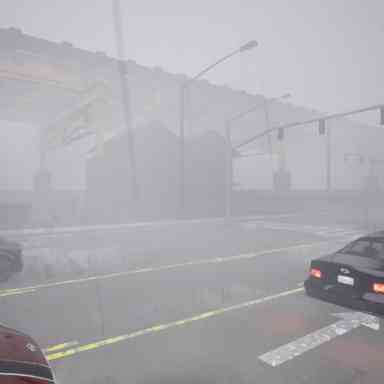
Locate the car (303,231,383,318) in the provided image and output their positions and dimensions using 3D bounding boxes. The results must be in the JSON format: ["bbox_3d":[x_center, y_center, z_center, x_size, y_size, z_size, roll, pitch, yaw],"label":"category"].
[{"bbox_3d":[4.671,1.547,7.115,5.357,1.411,2.033,0,0,-35],"label":"car"}]

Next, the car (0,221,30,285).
[{"bbox_3d":[-6.380,1.564,8.020,4.181,1.385,1.994,0,0,-35],"label":"car"}]

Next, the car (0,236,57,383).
[{"bbox_3d":[-3.011,1.352,1.600,4.553,1.767,2.097,0,0,-36],"label":"car"}]
